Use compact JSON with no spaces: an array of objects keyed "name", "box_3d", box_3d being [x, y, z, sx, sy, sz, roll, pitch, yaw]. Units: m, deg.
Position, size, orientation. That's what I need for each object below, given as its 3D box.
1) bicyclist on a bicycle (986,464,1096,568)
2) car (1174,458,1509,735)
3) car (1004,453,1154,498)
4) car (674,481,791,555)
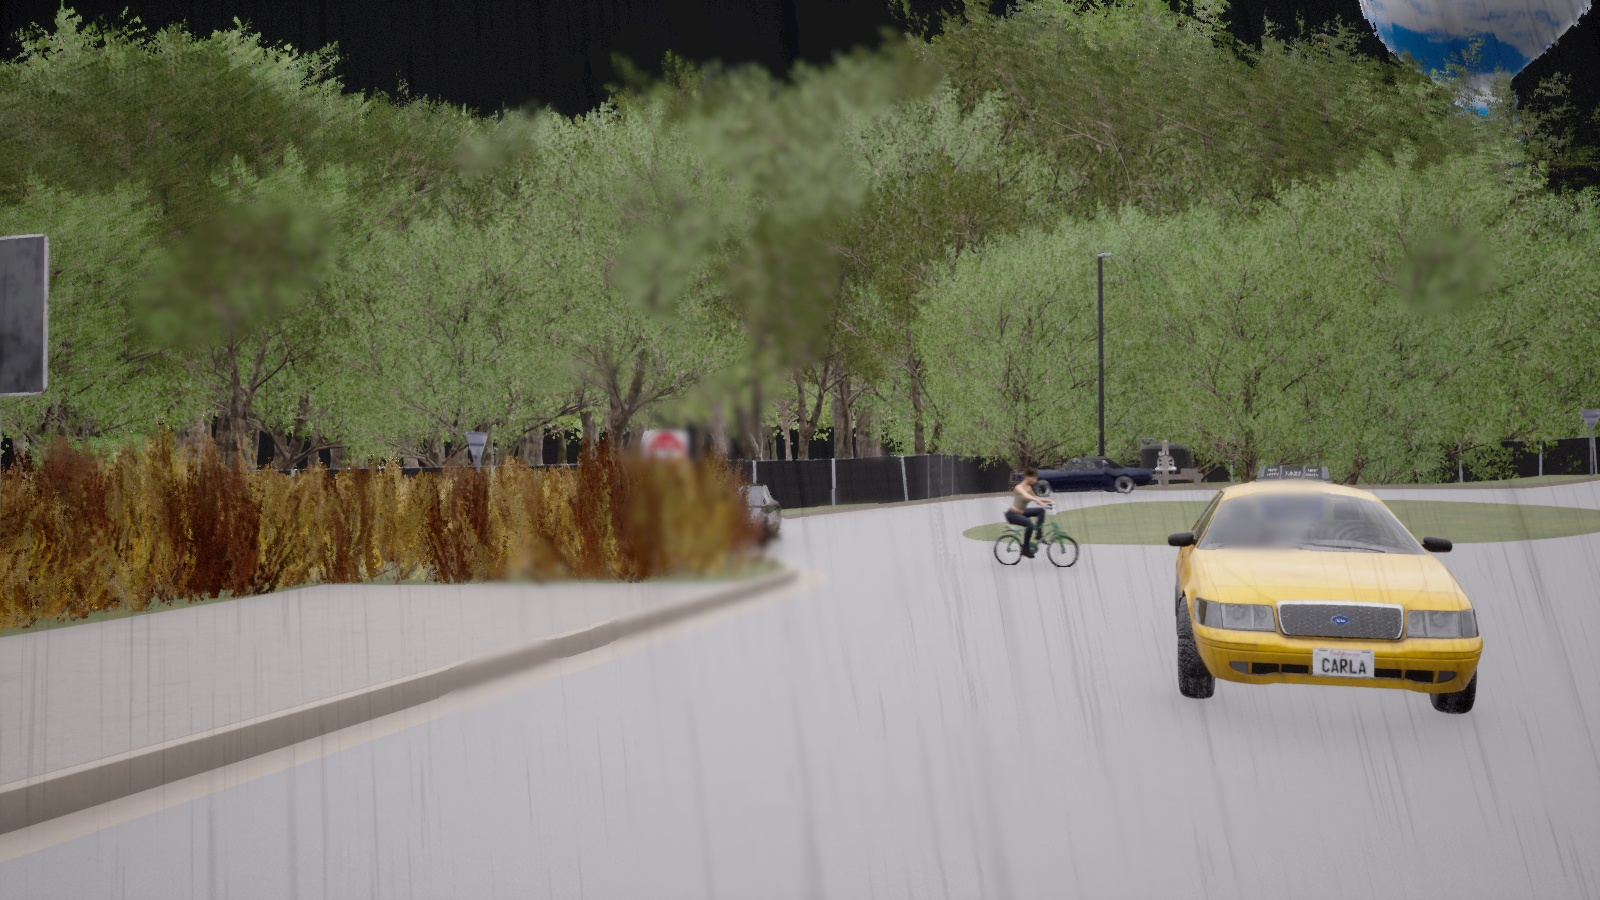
[{"name":"bicyclist on a bicycle","box_3d":[3.896,1.061,20.334,1.509,1.612,0.866,-2,-3,35]},{"name":"car","box_3d":[3.950,0.863,10.039,1.801,1.575,5.366,0,0,16]},{"name":"car","box_3d":[9.717,0.863,43.918,4.718,1.301,1.895,-3,0,-4]},{"name":"car","box_3d":[-1.500,1.546,29.815,2.163,1.488,4.792,-2,-1,4]}]
